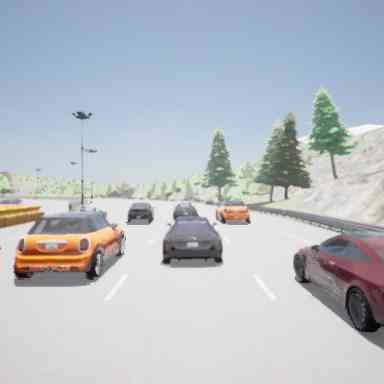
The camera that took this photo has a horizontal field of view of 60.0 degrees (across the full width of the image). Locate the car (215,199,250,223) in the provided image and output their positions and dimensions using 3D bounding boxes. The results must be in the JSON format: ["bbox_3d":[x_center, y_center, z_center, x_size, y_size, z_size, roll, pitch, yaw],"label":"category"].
[{"bbox_3d":[3.034,1.366,25.702,2.097,1.767,4.553,0,0,-3],"label":"car"}]

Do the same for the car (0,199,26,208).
[{"bbox_3d":[-19.061,1.511,34.608,2.097,1.767,4.553,0,0,-7],"label":"car"}]

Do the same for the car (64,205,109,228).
[{"bbox_3d":[-7.351,1.675,23.692,1.895,1.301,4.718,0,0,-3],"label":"car"}]

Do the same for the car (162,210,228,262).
[{"bbox_3d":[0.004,1.580,12.156,1.994,1.385,4.181,0,0,0],"label":"car"}]

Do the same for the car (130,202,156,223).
[{"bbox_3d":[-4.018,1.565,26.514,1.837,1.490,4.892,0,0,-4],"label":"car"}]

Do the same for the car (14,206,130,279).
[{"bbox_3d":[-3.486,1.386,10.372,2.097,1.767,4.553,0,0,0],"label":"car"}]

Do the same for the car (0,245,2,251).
[{"bbox_3d":[-6.973,1.654,8.472,1.895,1.301,4.718,0,0,0],"label":"car"}]

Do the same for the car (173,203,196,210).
[{"bbox_3d":[-0.619,1.604,27.896,1.994,1.385,4.181,0,0,-4],"label":"car"}]

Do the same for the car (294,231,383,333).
[{"bbox_3d":[3.532,1.513,6.638,1.812,1.442,4.674,0,0,-1],"label":"car"}]
